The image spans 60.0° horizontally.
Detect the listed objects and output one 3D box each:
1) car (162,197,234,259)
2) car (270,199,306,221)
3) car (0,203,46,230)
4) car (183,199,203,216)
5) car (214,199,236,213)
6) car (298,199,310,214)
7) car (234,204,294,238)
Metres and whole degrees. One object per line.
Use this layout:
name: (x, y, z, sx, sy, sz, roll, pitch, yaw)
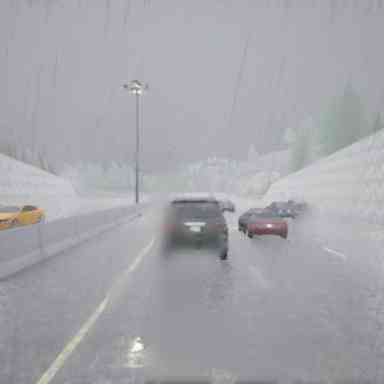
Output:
car: (0.101, 1.197, 12.620, 2.150, 2.045, 5.566, 0, 0, 0)
car: (7.104, 1.497, 26.920, 2.033, 1.411, 5.357, 0, 0, 0)
car: (-10.526, 1.438, 19.781, 1.882, 1.535, 5.008, 0, 0, 0)
car: (0.104, 1.442, 32.514, 1.837, 1.490, 4.892, 0, 0, 0)
car: (3.605, 1.493, 37.152, 1.994, 1.385, 4.181, 0, 0, 0)
car: (10.591, 1.462, 33.944, 1.812, 1.442, 4.674, 0, 0, 0)
car: (3.602, 1.531, 17.491, 1.994, 1.385, 4.181, 0, 0, 0)
